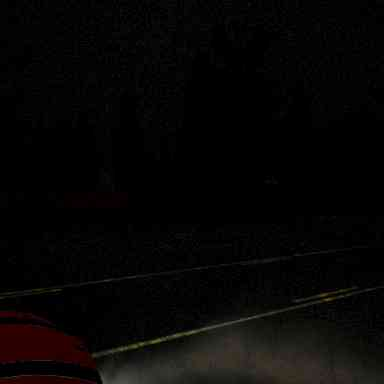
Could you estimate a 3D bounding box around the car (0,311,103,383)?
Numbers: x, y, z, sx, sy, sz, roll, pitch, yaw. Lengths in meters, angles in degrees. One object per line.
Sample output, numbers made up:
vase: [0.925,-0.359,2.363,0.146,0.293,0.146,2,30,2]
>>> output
car: [-2.725,1.350,1.766,4.553,1.767,2.097,0,0,-30]
